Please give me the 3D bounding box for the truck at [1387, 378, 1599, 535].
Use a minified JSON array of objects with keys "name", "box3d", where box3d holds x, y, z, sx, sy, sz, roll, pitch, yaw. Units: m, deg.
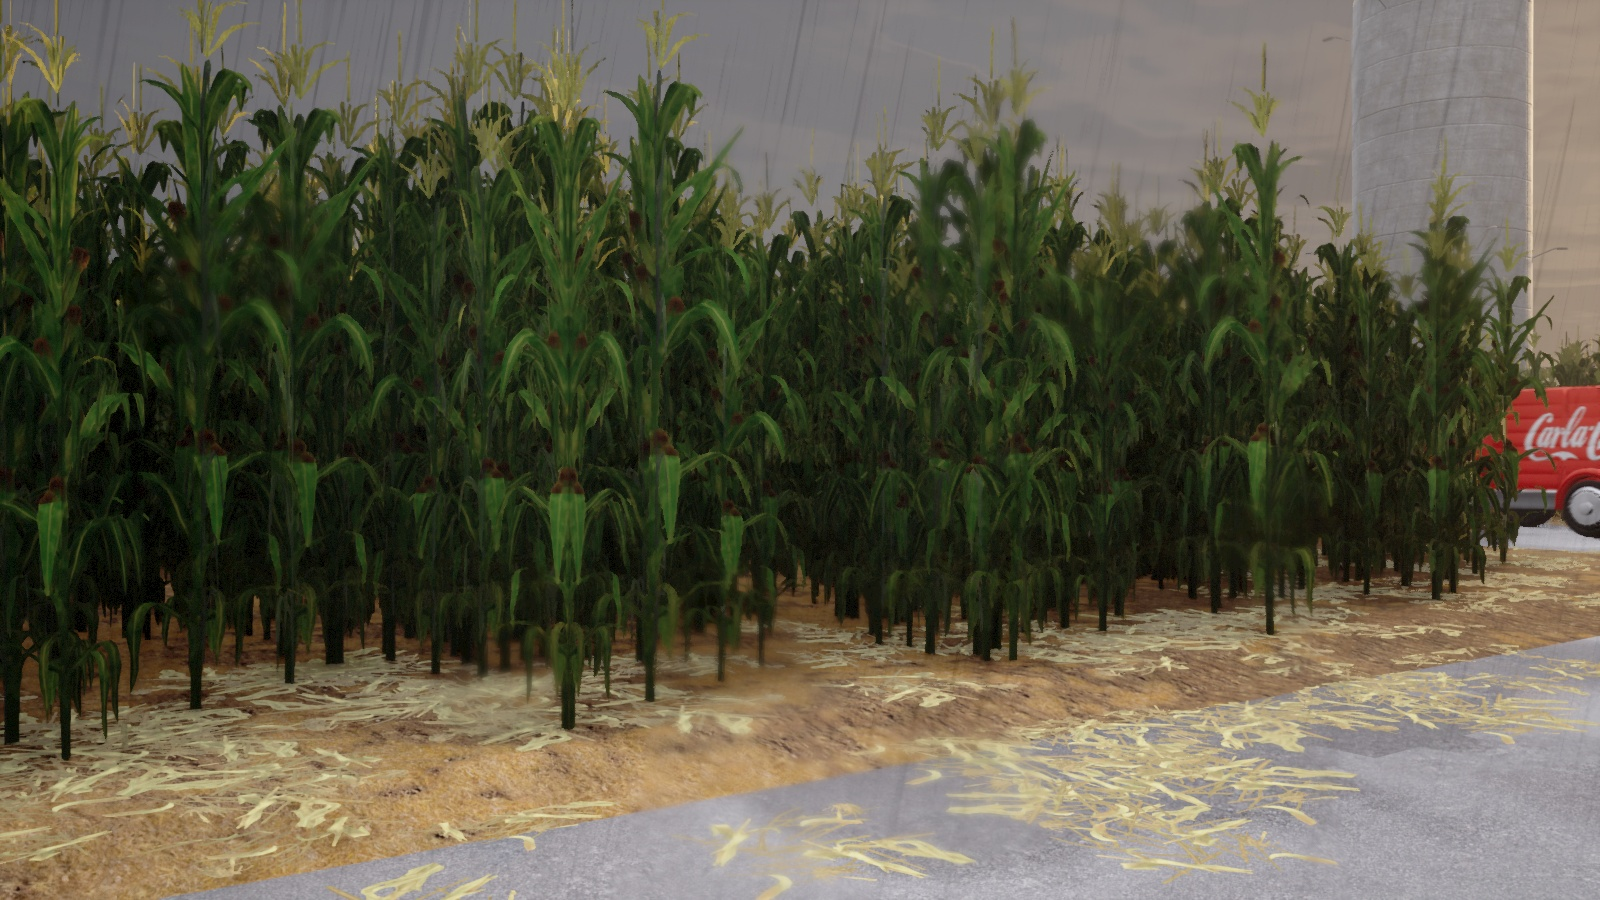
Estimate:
[{"name":"truck","box3d":[13.240,0.133,21.686,2.627,2.467,5.204,1,-1,-23]}]
